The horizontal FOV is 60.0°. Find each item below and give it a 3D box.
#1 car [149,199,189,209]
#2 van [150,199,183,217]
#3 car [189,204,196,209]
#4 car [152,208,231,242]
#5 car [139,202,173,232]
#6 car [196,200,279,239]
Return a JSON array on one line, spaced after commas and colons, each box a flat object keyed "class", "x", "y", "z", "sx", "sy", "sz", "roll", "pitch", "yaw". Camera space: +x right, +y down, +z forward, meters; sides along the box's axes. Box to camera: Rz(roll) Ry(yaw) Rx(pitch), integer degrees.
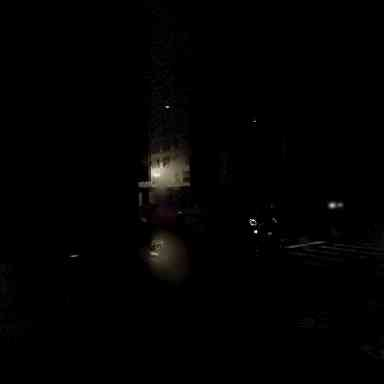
[{"class": "car", "x": -2.593, "y": 1.630, "z": 25.668, "sx": 2.097, "sy": 1.767, "sz": 4.553, "roll": 0, "pitch": 0, "yaw": -36}, {"class": "van", "x": -2.816, "y": 1.689, "z": 36.045, "sx": 1.690, "sy": 1.788, "sz": 3.998, "roll": -1, "pitch": 0, "yaw": -36}, {"class": "car", "x": 0.288, "y": 1.804, "z": 31.705, "sx": 1.752, "sy": 1.417, "sz": 4.829, "roll": -1, "pitch": 0, "yaw": -36}, {"class": "car", "x": -0.150, "y": 1.778, "z": 17.652, "sx": 1.802, "sy": 1.307, "sz": 4.206, "roll": -1, "pitch": 0, "yaw": -36}, {"class": "car", "x": -3.353, "y": 1.706, "z": 22.132, "sx": 1.967, "sy": 1.590, "sz": 4.097, "roll": -1, "pitch": 0, "yaw": -36}, {"class": "car", "x": 2.580, "y": 1.518, "z": 18.394, "sx": 2.097, "sy": 1.767, "sz": 4.553, "roll": 0, "pitch": 0, "yaw": -35}]
